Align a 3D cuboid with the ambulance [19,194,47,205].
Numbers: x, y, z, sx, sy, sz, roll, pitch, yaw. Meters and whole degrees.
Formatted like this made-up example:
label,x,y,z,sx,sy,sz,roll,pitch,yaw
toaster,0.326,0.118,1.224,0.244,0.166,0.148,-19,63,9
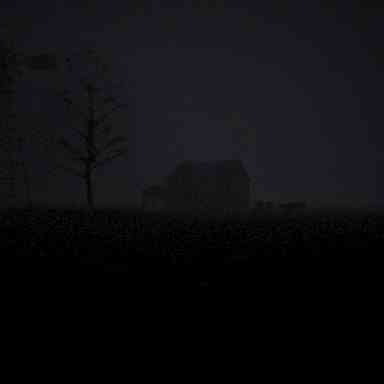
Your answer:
label,x,y,z,sx,sy,sz,roll,pitch,yaw
ambulance,-38.535,1.830,80.862,2.351,2.431,6.366,1,0,35
